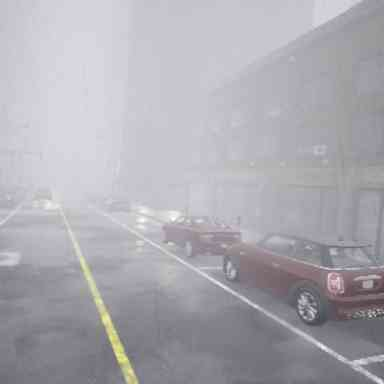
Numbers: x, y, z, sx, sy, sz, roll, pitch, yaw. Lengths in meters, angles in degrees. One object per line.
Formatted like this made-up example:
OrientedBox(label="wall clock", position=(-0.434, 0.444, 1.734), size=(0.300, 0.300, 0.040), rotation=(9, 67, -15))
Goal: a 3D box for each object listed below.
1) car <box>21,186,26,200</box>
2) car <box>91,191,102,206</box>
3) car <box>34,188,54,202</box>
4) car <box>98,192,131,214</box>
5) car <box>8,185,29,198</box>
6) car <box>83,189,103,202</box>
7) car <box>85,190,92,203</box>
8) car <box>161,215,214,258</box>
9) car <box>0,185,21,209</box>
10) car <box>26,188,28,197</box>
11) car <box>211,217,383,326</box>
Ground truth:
OrientedBox(label="car", position=(-16.299, 0.263, 29.586), size=(1.947, 1.339, 4.313), rotation=(3, 0, -23))
OrientedBox(label="car", position=(-8.486, 0.820, 32.949), size=(1.887, 1.381, 4.507), rotation=(3, 1, -23))
OrientedBox(label="car", position=(-16.248, 0.232, 36.497), size=(2.033, 1.411, 5.357), rotation=(4, 0, -23))
OrientedBox(label="car", position=(-6.322, 1.016, 27.891), size=(1.947, 1.339, 4.313), rotation=(3, 1, -23))
OrientedBox(label="car", position=(-20.628, -0.106, 39.703), size=(1.887, 1.381, 4.507), rotation=(3, 0, -23))
OrientedBox(label="car", position=(-12.816, 0.472, 43.066), size=(1.887, 1.381, 4.507), rotation=(3, 1, -23))
OrientedBox(label="car", position=(-10.651, 0.646, 38.008), size=(1.887, 1.381, 4.507), rotation=(3, 1, -23))
OrientedBox(label="car", position=(0.174, 1.521, 12.715), size=(1.887, 1.381, 4.507), rotation=(3, 1, -23))
OrientedBox(label="car", position=(-14.126, 0.312, 24.526), size=(1.967, 1.590, 4.097), rotation=(3, 0, -23))
OrientedBox(label="car", position=(-18.463, 0.074, 34.644), size=(2.008, 1.369, 4.403), rotation=(3, 0, -23))
OrientedBox(label="car", position=(2.346, 1.593, 7.656), size=(1.967, 1.590, 4.097), rotation=(3, 1, -23))
